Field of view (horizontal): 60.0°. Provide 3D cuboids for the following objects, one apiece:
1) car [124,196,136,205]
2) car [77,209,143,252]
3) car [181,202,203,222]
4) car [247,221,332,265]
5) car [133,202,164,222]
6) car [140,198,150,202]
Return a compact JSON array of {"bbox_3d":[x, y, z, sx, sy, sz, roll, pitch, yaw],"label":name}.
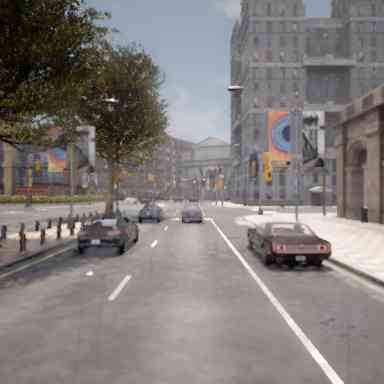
[{"bbox_3d":[-15.021,2.014,81.289,2.150,2.045,5.566,0,-1,0],"label":"car"},{"bbox_3d":[-3.498,1.667,14.387,1.812,1.442,4.674,0,0,0],"label":"car"},{"bbox_3d":[-0.005,1.830,28.979,2.033,1.411,5.357,0,-1,0],"label":"car"},{"bbox_3d":[3.247,1.714,12.158,1.895,1.301,4.718,0,-1,0],"label":"car"},{"bbox_3d":[-3.505,1.830,28.978,2.033,1.411,5.357,0,-1,0],"label":"car"},{"bbox_3d":[-11.521,2.266,81.330,1.882,1.535,5.008,0,-1,0],"label":"car"}]
